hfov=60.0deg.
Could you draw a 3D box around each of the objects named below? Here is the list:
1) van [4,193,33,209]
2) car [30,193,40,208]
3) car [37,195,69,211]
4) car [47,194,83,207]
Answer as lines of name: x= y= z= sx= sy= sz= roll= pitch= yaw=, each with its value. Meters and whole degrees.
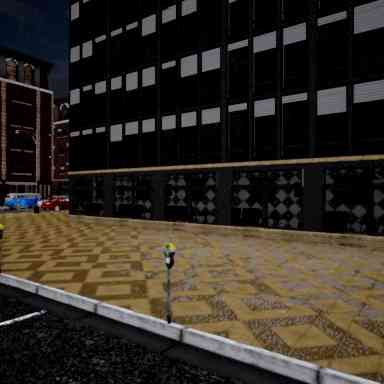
van: x=-20.059 y=1.050 z=39.628 sx=1.690 sy=1.788 sz=3.998 roll=1 pitch=1 yaw=35
car: x=-16.580 y=1.208 z=40.331 sx=1.812 sy=1.442 sz=4.674 roll=0 pitch=1 yaw=35
car: x=-13.582 y=1.269 z=35.145 sx=1.887 sy=1.381 sz=4.507 roll=1 pitch=1 yaw=35
car: x=-16.824 y=1.079 z=44.269 sx=1.967 sy=1.590 sz=4.097 roll=1 pitch=1 yaw=35
